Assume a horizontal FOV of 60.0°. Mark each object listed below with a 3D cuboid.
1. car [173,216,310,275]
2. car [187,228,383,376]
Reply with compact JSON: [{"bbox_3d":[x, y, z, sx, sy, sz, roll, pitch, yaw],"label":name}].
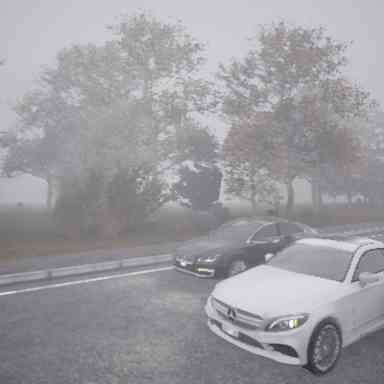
[{"bbox_3d":[1.763,1.505,9.545,4.892,1.490,1.837,0,0,-35],"label":"car"},{"bbox_3d":[2.392,1.526,5.696,4.674,1.442,1.812,0,0,-35],"label":"car"}]
